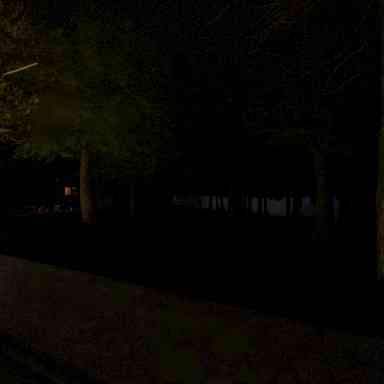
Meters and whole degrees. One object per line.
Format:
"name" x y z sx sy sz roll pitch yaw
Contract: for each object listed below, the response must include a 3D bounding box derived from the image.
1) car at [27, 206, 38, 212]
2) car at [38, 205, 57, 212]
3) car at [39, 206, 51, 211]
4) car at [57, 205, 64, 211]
"car" -36.733 3.912 77.090 1.837 1.490 4.892 0 -2 -9
"car" -33.465 3.886 77.248 1.837 1.490 4.892 0 -2 -9
"car" -38.385 4.275 86.995 1.994 1.385 4.181 0 -2 -9
"car" -35.179 4.239 87.531 2.128 1.511 4.902 0 -2 -9
